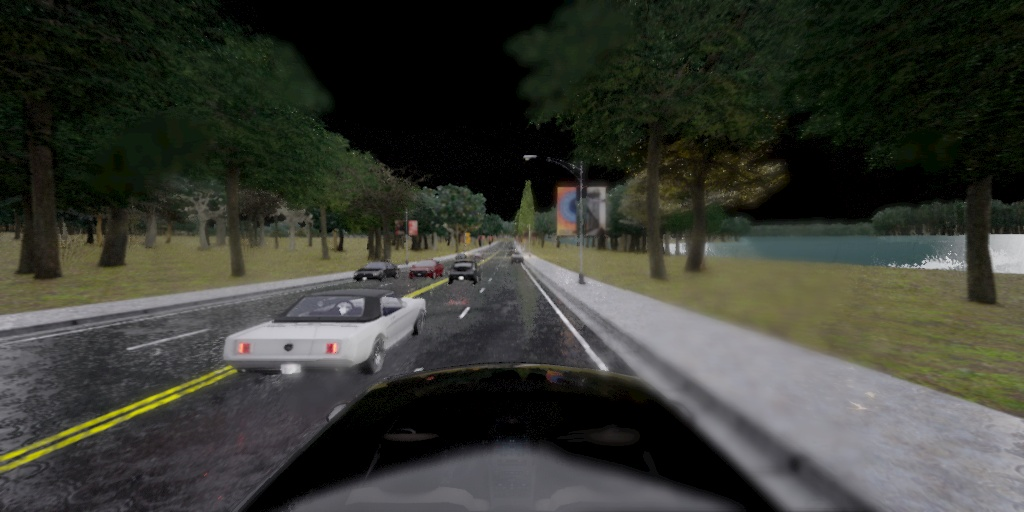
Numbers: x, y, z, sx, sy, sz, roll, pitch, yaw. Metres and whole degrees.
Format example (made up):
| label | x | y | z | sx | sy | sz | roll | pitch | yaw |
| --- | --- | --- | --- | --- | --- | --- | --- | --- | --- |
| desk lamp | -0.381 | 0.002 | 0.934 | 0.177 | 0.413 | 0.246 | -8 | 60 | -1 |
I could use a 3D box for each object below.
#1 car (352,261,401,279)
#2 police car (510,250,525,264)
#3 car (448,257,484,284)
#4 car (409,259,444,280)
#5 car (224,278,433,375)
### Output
| label | x | y | z | sx | sy | sz | roll | pitch | yaw |
| --- | --- | --- | --- | --- | --- | --- | --- | --- | --- |
| car | -9.851 | 1.094 | 26.627 | 2.033 | 1.411 | 5.357 | 0 | 1 | 0 |
| police car | 0.968 | 0.375 | 54.031 | 1.930 | 1.638 | 5.238 | 0 | 1 | 0 |
| car | -3.154 | 1.079 | 24.670 | 1.837 | 1.490 | 4.892 | 0 | 1 | 0 |
| car | -6.598 | 1.001 | 28.066 | 1.882 | 1.535 | 5.008 | 0 | 1 | 0 |
| car | -3.151 | 1.329 | 7.359 | 1.895 | 1.301 | 4.718 | 0 | 0 | 0 |
